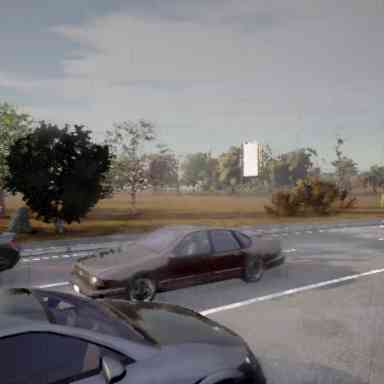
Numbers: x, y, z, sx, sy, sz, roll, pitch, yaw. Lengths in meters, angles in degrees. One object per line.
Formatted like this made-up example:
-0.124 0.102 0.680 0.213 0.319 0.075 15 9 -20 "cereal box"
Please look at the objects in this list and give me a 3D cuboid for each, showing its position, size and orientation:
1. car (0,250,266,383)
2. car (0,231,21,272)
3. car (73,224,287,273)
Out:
-1.351 1.556 2.687 4.181 1.385 1.994 0 0 -35 "car"
-6.708 1.482 7.699 4.892 1.490 1.837 0 0 -35 "car"
-0.070 1.526 8.086 5.357 1.411 2.033 0 0 -34 "car"
